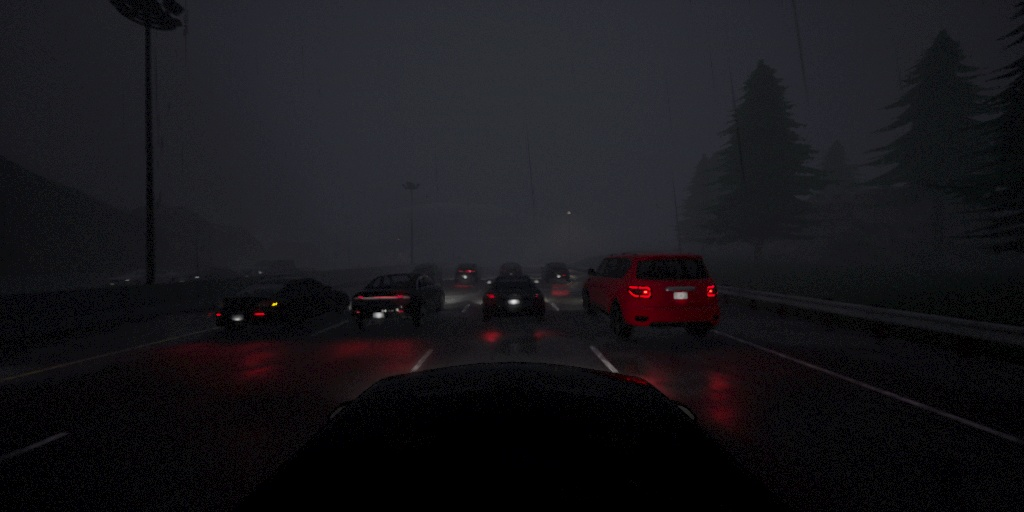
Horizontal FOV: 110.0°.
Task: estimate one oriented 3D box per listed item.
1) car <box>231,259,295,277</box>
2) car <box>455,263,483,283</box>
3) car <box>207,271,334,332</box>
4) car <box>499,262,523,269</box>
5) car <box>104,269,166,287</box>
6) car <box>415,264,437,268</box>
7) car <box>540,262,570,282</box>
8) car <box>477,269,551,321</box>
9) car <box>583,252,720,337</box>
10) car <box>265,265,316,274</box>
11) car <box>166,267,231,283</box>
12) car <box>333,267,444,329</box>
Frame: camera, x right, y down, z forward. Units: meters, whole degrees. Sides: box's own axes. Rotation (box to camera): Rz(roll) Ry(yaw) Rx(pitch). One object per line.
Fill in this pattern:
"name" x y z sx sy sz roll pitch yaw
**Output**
"car" -21.237 1.323 31.483 2.150 2.045 5.566 -1 0 0
"car" -3.589 1.354 29.754 1.837 1.490 4.892 -1 0 0
"car" -6.944 1.390 11.351 1.812 1.442 4.674 -1 0 0
"car" -0.098 1.279 30.791 1.882 1.535 5.008 -1 0 0
"car" -28.232 1.717 27.648 1.812 1.442 4.674 -1 0 0
"car" -7.092 1.404 30.222 1.837 1.490 4.892 -1 0 0
"car" 3.419 1.253 28.728 1.837 1.490 4.892 -1 0 0
"car" 0.046 1.332 12.598 1.994 1.385 4.181 -1 0 0
"car" 3.561 0.937 10.288 2.150 2.045 5.566 -1 0 0
"car" -17.735 1.649 29.822 1.895 1.301 4.718 -1 0 0
"car" -24.736 1.638 29.377 2.128 1.511 4.902 -1 0 0
"car" -3.447 1.307 11.629 2.128 1.511 4.902 -1 0 0
